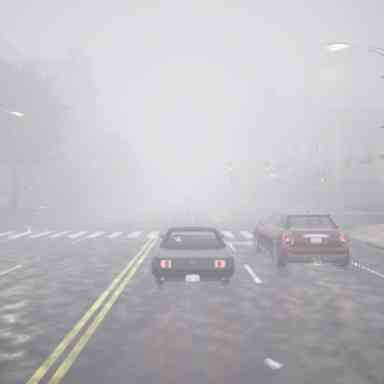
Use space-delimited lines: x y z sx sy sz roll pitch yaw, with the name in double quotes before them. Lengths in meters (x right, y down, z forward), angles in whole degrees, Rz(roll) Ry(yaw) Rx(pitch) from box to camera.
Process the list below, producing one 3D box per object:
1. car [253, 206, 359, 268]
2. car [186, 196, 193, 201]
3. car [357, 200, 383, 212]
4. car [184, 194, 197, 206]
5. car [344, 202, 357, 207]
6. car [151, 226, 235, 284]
"car" 3.510 1.394 11.530 2.097 1.767 4.553 0 0 0
"car" -0.676 1.840 94.357 1.837 1.490 4.892 0 0 0
"car" 22.681 1.706 39.916 4.181 1.385 1.994 0 0 0
"car" -0.338 1.442 61.173 2.150 2.045 5.566 0 0 -1
"car" 22.766 1.702 43.416 5.357 1.411 2.033 0 0 0
"car" 0.018 1.636 9.627 1.895 1.301 4.718 0 0 0
